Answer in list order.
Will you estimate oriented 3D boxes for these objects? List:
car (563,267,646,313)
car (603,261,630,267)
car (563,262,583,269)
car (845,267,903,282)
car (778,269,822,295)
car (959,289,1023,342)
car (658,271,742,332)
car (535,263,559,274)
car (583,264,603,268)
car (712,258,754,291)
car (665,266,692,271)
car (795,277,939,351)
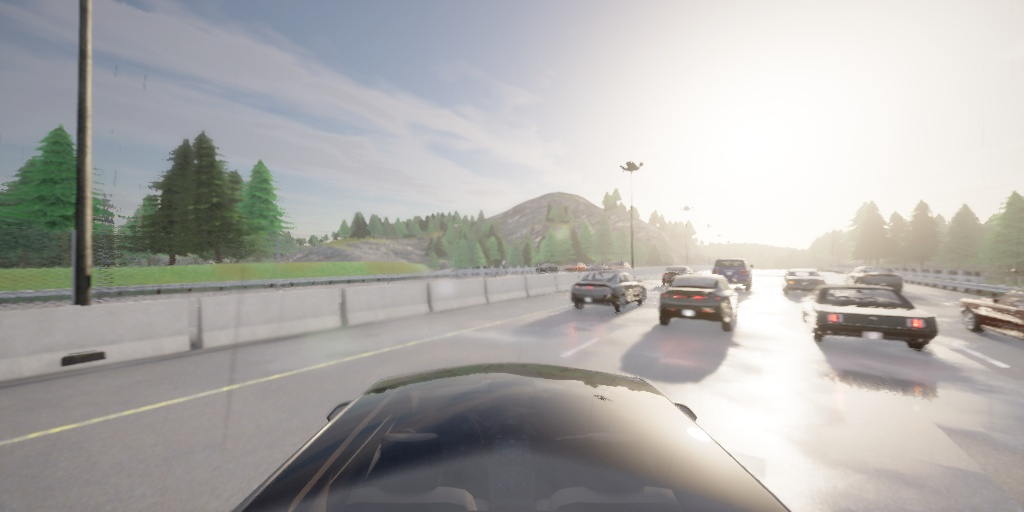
[{"bbox_3d":[4.107,1.374,14.796,2.128,1.511,4.902,-1,-1,35],"label":"car"},{"bbox_3d":[14.560,1.588,48.674,2.097,1.767,4.553,-1,-1,35],"label":"car"},{"bbox_3d":[9.314,1.672,53.367,2.097,1.767,4.553,-1,-1,35],"label":"car"},{"bbox_3d":[21.355,1.364,21.298,2.128,1.511,4.902,-1,-1,35],"label":"car"},{"bbox_3d":[16.330,1.432,20.225,2.033,1.411,5.357,-1,-1,35],"label":"car"},{"bbox_3d":[12.011,1.360,7.777,1.895,1.301,4.718,-1,-1,35],"label":"car"},{"bbox_3d":[6.035,1.334,11.443,1.837,1.490,4.892,-1,-2,35],"label":"car"},{"bbox_3d":[5.318,1.816,53.752,1.882,1.535,5.008,-1,-1,35],"label":"car"},{"bbox_3d":[12.397,1.851,51.680,1.994,1.385,4.181,-1,-1,35],"label":"car"},{"bbox_3d":[14.959,1.163,24.368,2.150,2.045,5.566,-1,-1,35],"label":"car"},{"bbox_3d":[12.763,1.491,27.329,1.837,1.490,4.892,-1,0,35],"label":"car"},{"bbox_3d":[8.827,1.396,9.329,1.895,1.301,4.718,-1,-1,35],"label":"car"}]
